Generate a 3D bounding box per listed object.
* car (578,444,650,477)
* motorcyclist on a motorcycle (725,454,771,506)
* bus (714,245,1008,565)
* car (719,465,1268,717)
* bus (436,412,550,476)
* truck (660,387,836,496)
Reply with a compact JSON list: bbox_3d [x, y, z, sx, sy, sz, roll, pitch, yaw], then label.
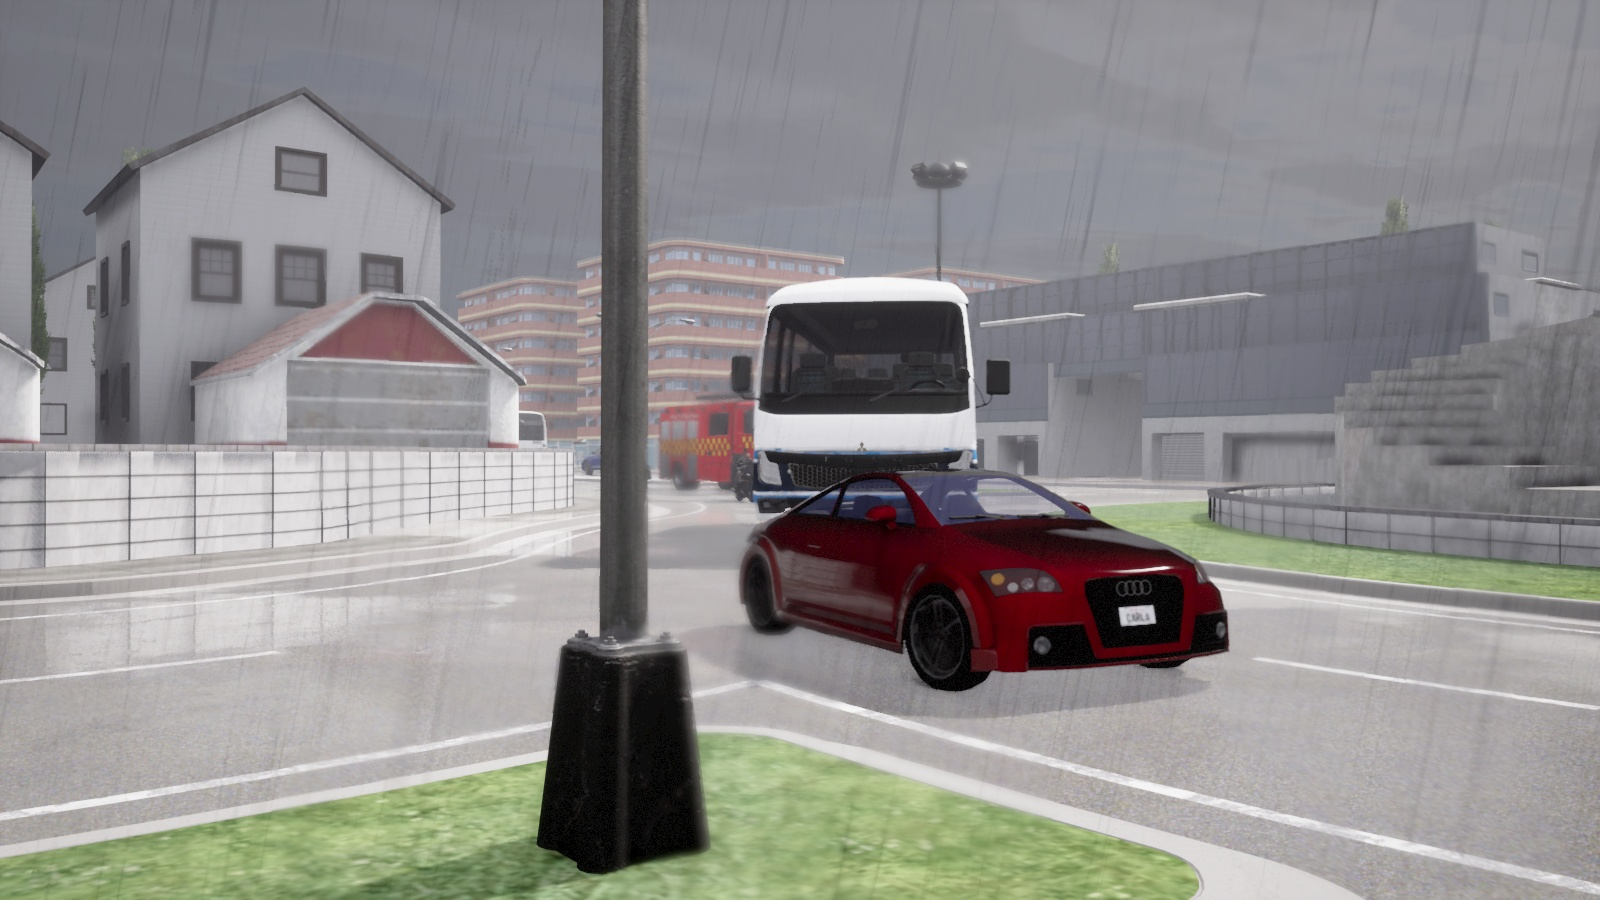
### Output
[{"bbox_3d":[-12.030,0.687,81.036,2.150,2.045,5.566,0,0,-37],"label":"car"},{"bbox_3d":[-1.588,0.876,37.941,0.866,1.530,2.191,-1,0,-16],"label":"motorcyclist on a motorcycle"},{"bbox_3d":[1.408,-0.581,22.036,3.944,4.253,10.273,0,0,7],"label":"bus"},{"bbox_3d":[1.153,0.829,9.458,1.994,1.385,4.181,0,0,-28],"label":"car"},{"bbox_3d":[-21.583,-0.371,87.770,3.944,4.253,10.273,0,0,-37],"label":"bus"},{"bbox_3d":[-2.199,-0.297,48.425,2.891,3.827,8.468,0,0,-32],"label":"truck"}]
